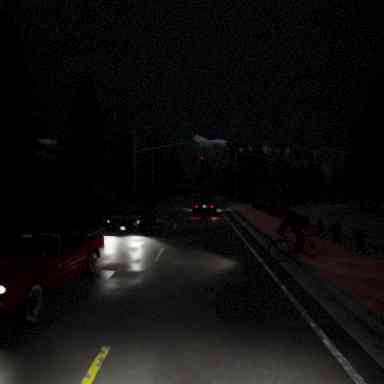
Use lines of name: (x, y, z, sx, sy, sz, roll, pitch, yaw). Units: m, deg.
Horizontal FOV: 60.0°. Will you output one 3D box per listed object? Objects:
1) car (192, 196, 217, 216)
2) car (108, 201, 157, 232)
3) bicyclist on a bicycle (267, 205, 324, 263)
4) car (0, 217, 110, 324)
car: (0.976, 1.039, 26.307, 2.033, 1.411, 5.357, 0, 1, 2)
car: (-3.016, 1.199, 17.601, 2.033, 1.411, 5.357, 0, 1, 2)
bicyclist on a bicycle: (2.917, 1.173, 9.579, 1.656, 1.620, 0.582, -9, 1, 2)
car: (-3.403, 1.456, 6.994, 1.895, 1.301, 4.718, 0, 1, 2)
